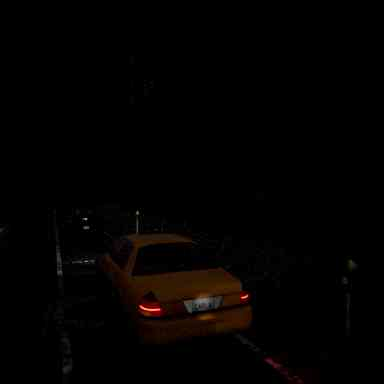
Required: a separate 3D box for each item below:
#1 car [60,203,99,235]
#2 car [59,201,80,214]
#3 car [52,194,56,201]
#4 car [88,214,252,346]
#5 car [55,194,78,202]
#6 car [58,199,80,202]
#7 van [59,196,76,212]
[{"bbox_3d":[-6.134,1.551,18.673,2.008,1.369,4.403,0,0,-23],"label":"car"},{"bbox_3d":[-8.260,1.551,23.771,2.008,1.369,4.403,0,0,-23],"label":"car"},{"bbox_3d":[-31.802,1.469,79.461,1.967,1.590,4.097,0,0,-24],"label":"car"},{"bbox_3d":[-0.841,1.457,6.743,1.801,1.575,5.366,0,0,-23],"label":"car"},{"bbox_3d":[-12.514,1.316,33.967,2.192,1.841,5.009,0,0,-23],"label":"car"},{"bbox_3d":[-10.387,1.567,28.868,1.947,1.339,4.313,0,0,-23],"label":"car"},{"bbox_3d":[-14.640,1.342,39.064,1.690,1.788,3.998,0,0,-23],"label":"van"}]
